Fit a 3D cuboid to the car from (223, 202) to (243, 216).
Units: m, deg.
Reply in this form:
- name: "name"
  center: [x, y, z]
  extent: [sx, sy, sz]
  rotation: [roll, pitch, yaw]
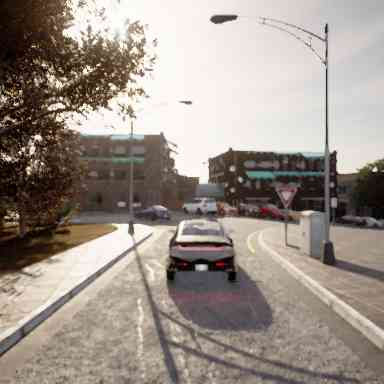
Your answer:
- name: "car"
  center: [3.776, 2.071, 41.957]
  extent: [2.185, 1.767, 4.553]
  rotation: [4, -2, -32]

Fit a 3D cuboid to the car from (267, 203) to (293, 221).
- name: "car"
  center: [9.720, 2.472, 43.154]
  extent: [2.435, 2.045, 5.566]
  rotation: [7, -3, -32]

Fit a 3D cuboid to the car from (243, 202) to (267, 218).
- name: "car"
  center: [6.736, 2.314, 42.526]
  extent: [2.185, 1.767, 4.553]
  rotation: [6, -3, -32]

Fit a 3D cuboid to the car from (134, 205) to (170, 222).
- name: "car"
  center: [-3.692, 1.943, 30.710]
  extent: [1.812, 1.442, 4.674]
  rotation: [0, -1, -37]

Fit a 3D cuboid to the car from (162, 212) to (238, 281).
- name: "car"
  center: [0.277, 1.585, 10.156]
  extent: [2.128, 1.511, 4.902]
  rotation: [0, -1, 1]

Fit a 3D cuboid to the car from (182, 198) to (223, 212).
- name: "car"
  center: [0.910, 1.788, 41.299]
  extent: [2.435, 2.045, 5.566]
  rotation: [1, -1, -31]

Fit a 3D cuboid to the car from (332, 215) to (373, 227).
- name: "car"
  center: [21.475, 3.884, 45.517]
  extent: [2.002, 1.452, 4.674]
  rotation: [6, -3, -31]

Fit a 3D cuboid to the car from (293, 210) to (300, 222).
- name: "car"
  center: [12.537, 2.999, 43.925]
  extent: [1.946, 1.575, 5.366]
  rotation: [6, -3, -31]

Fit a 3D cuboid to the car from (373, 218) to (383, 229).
- name: "car"
  center: [24.433, 4.165, 46.101]
  extent: [2.002, 1.452, 4.674]
  rotation: [7, -3, -31]
